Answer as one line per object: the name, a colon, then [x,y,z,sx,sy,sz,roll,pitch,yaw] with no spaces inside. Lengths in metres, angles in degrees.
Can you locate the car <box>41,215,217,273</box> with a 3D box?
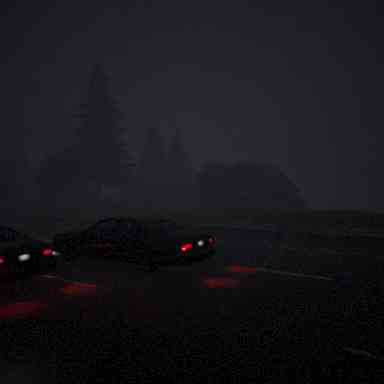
car: [-1.925,1.422,10.149,5.357,1.411,2.033,0,1,31]

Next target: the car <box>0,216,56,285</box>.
car: [-5.845,1.484,8.510,5.357,1.411,2.033,0,1,30]

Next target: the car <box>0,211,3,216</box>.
car: [-14.618,1.447,21.540,4.718,1.301,1.895,0,1,26]
